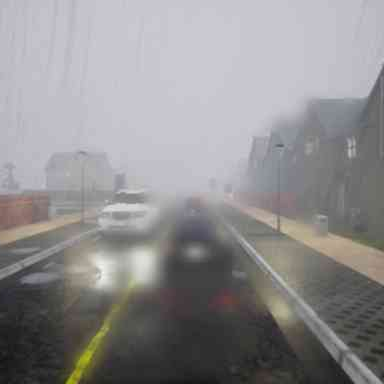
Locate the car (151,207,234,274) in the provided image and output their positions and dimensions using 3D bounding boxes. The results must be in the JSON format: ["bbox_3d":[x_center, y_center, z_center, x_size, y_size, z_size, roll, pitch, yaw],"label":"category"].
[{"bbox_3d":[0.102,1.369,9.933,1.994,1.385,4.181,0,1,1],"label":"car"}]

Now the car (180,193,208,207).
[{"bbox_3d":[0.134,1.066,23.552,1.812,1.442,4.674,0,1,1],"label":"car"}]

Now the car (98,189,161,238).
[{"bbox_3d":[-2.791,0.904,16.082,2.150,2.045,5.566,0,1,0],"label":"car"}]

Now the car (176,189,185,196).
[{"bbox_3d":[-2.544,0.123,73.577,2.033,1.411,5.357,0,1,0],"label":"car"}]
